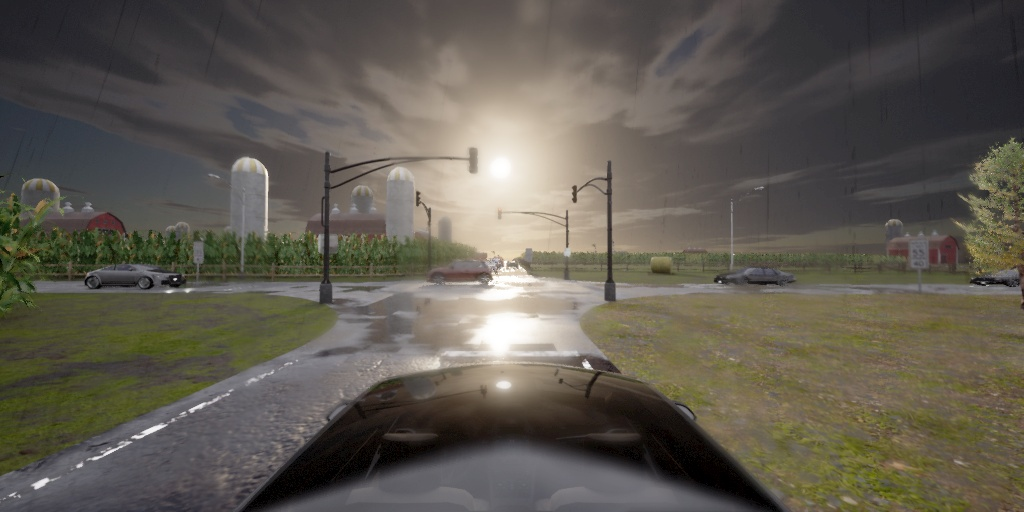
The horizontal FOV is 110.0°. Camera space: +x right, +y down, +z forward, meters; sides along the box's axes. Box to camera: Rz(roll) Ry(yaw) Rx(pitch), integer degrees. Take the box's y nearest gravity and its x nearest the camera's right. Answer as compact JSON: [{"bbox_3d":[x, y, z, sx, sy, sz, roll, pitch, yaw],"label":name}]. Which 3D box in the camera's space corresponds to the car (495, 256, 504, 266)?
[{"bbox_3d":[-2.863,1.295,62.624,1.882,1.535,5.008,0,0,0],"label":"car"}]

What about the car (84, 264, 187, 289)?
[{"bbox_3d":[-20.965,1.117,20.094,4.181,1.385,1.994,0,-1,-3],"label":"car"}]

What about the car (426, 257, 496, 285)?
[{"bbox_3d":[-3.558,1.083,24.836,4.553,1.767,2.097,0,0,-4],"label":"car"}]

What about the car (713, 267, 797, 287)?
[{"bbox_3d":[17.790,1.516,26.276,5.357,1.411,2.033,1,-1,-4],"label":"car"}]

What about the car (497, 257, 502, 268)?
[{"bbox_3d":[-2.849,1.325,52.604,1.812,1.442,4.674,0,0,0],"label":"car"}]

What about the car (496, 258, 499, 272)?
[{"bbox_3d":[-2.799,1.312,43.446,1.812,1.442,4.674,0,0,-1],"label":"car"}]

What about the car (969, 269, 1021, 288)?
[{"bbox_3d":[38.962,1.716,27.831,5.357,1.411,2.033,1,-1,-4],"label":"car"}]

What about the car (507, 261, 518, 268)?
[{"bbox_3d":[0.055,1.415,60.862,1.895,1.301,4.718,0,0,0],"label":"car"}]
